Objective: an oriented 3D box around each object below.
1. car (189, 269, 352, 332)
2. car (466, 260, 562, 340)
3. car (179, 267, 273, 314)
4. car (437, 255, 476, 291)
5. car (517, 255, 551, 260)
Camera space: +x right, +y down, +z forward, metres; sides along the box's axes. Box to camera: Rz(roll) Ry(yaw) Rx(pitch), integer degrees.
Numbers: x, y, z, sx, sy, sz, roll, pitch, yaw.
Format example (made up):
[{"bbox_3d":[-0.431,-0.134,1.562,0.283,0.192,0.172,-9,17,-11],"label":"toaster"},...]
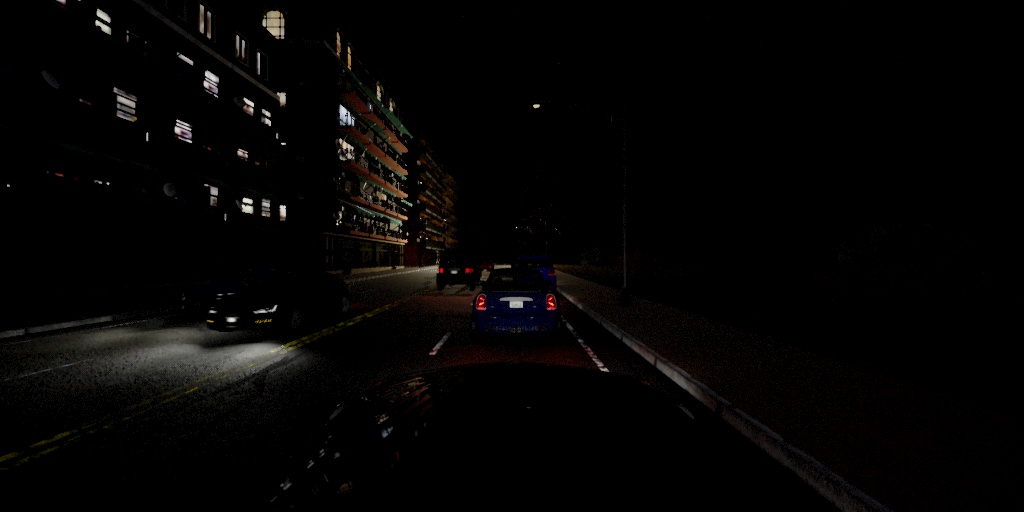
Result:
[{"bbox_3d":[-6.606,1.255,10.871,1.837,1.490,4.892,0,0,0],"label":"car"},{"bbox_3d":[0.095,1.103,10.128,2.097,1.767,4.553,0,0,0],"label":"car"},{"bbox_3d":[-9.854,1.228,13.703,1.882,1.535,5.008,0,0,0],"label":"car"},{"bbox_3d":[-3.155,0.973,22.218,2.150,2.045,5.566,0,0,0],"label":"car"},{"bbox_3d":[1.132,0.976,19.703,2.150,2.045,5.566,0,0,0],"label":"car"}]
